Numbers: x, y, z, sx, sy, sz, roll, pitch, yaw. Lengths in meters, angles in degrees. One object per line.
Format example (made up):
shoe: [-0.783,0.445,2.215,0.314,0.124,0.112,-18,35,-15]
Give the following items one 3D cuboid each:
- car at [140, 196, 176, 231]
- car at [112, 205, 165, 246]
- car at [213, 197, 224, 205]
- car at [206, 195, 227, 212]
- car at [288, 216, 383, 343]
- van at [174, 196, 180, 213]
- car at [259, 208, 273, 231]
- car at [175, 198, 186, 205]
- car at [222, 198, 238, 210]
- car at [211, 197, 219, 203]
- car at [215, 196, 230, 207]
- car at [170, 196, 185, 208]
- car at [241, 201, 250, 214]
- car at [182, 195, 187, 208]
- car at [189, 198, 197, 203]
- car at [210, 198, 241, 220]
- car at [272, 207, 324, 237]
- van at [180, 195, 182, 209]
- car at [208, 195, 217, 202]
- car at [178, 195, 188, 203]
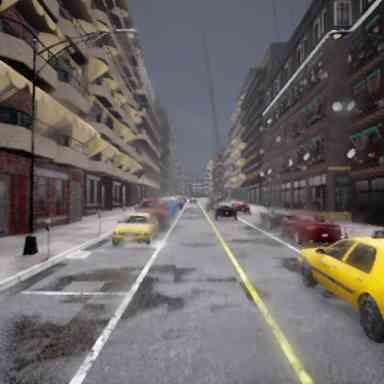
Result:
car: [-2.470,1.383,21.286,2.192,1.841,5.009,2,0,0]
car: [-2.498,1.571,15.584,1.752,1.417,4.829,2,0,0]
car: [5.556,1.815,70.971,1.967,1.590,4.097,1,0,0]
car: [2.915,1.543,42.482,2.097,1.767,4.553,0,0,1]
car: [3.588,1.494,6.408,1.801,1.575,5.366,0,0,0]
van: [-2.430,1.458,32.345,1.690,1.788,3.998,2,0,0]
car: [5.402,1.654,21.193,2.008,1.369,4.403,2,0,0]
car: [-2.313,1.869,65.528,1.947,1.339,4.313,2,0,0]
car: [5.516,1.679,48.847,1.967,1.590,4.097,2,0,0]
car: [5.594,2.036,82.033,1.802,1.307,4.206,1,0,0]
car: [5.519,1.618,59.909,2.192,1.841,5.009,2,0,0]
car: [-2.347,1.551,54.467,2.192,1.841,5.009,2,0,0]
car: [5.465,1.724,37.785,1.887,1.381,4.507,2,0,0]
car: [-2.368,1.519,48.937,2.192,1.841,5.009,2,0,0]
car: [0.283,2.009,78.980,1.895,1.301,4.718,0,0,0]
car: [2.890,1.606,29.762,1.882,1.535,5.008,0,0,1]
car: [5.382,1.626,15.661,1.887,1.381,4.507,2,0,0]
van: [-2.410,1.486,37.877,1.690,1.788,3.998,2,0,0]
car: [5.641,1.856,93.097,2.192,1.841,5.009,1,0,0]
car: [-2.245,1.734,82.119,2.192,1.841,5.009,2,0,0]
